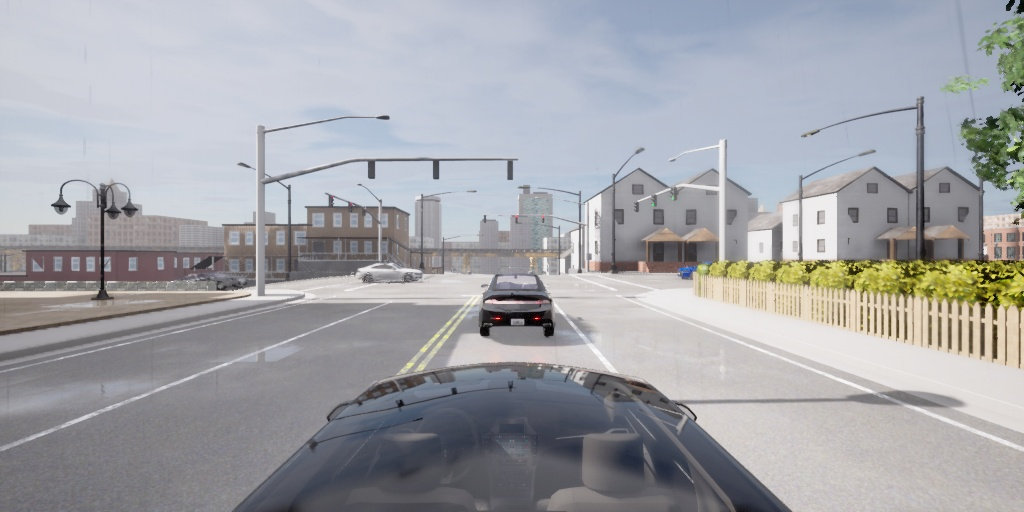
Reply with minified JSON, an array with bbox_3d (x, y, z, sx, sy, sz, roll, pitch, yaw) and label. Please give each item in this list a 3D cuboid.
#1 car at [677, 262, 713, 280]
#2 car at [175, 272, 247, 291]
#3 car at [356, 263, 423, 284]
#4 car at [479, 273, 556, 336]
[{"bbox_3d":[16.655,1.228,30.377,5.008,1.535,1.882,0,0,-1],"label":"car"},{"bbox_3d":[-22.132,1.944,26.183,4.902,1.511,2.128,-7,0,-1],"label":"car"},{"bbox_3d":[-8.971,1.224,26.334,4.674,1.442,1.812,0,0,-1],"label":"car"},{"bbox_3d":[0.114,1.242,10.332,2.128,1.511,4.902,0,0,0],"label":"car"}]
